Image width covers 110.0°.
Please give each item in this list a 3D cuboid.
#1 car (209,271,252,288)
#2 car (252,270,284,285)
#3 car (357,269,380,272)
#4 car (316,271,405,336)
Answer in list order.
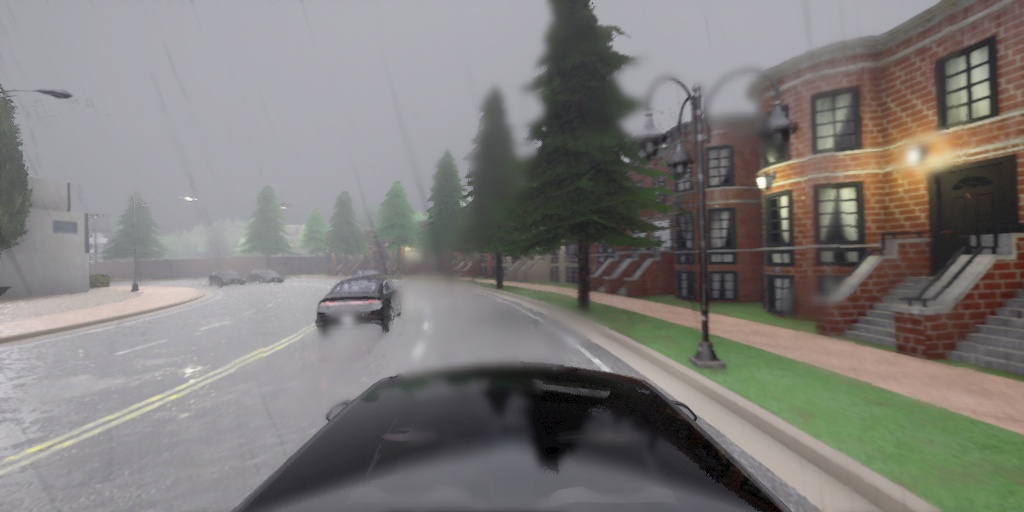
[{"bbox_3d":[-26.511,2.173,33.405,4.892,1.490,1.837,-2,-1,36],"label":"car"},{"bbox_3d":[-25.281,2.170,36.808,4.892,1.490,1.837,-2,-1,35],"label":"car"},{"bbox_3d":[-10.531,1.703,26.225,2.128,1.511,4.902,-1,-1,-31],"label":"car"},{"bbox_3d":[-4.563,1.433,11.330,2.128,1.511,4.902,-1,-1,-11],"label":"car"}]
